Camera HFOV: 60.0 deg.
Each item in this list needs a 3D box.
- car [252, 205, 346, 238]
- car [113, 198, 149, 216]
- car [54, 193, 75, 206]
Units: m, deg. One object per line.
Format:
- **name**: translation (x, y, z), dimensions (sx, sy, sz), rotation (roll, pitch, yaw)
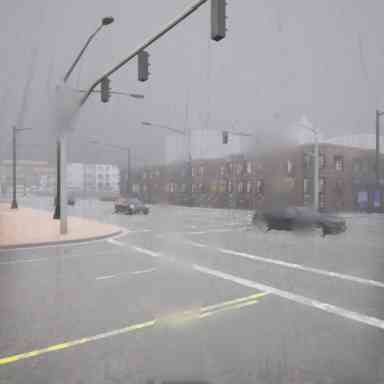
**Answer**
- **car**: translation (5.636, 1.477, 18.013), dimensions (5.008, 1.535, 1.882), rotation (0, 0, 45)
- **car**: translation (-6.025, 1.351, 32.897), dimensions (2.097, 1.767, 4.553), rotation (0, 0, -36)
- **car**: translation (-20.351, 1.223, 52.929), dimensions (2.150, 2.045, 5.566), rotation (0, 0, -35)
